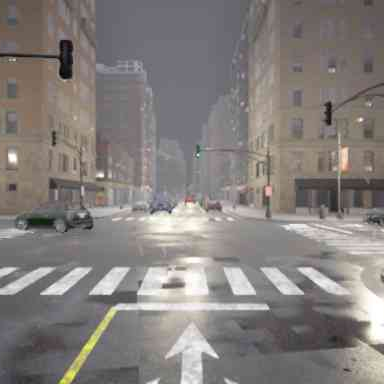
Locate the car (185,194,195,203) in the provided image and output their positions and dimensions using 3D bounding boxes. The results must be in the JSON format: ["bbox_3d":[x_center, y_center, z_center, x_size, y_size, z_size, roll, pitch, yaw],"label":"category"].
[{"bbox_3d":[-0.491,1.484,76.703,2.150,2.045,5.566,0,0,-1],"label":"car"}]

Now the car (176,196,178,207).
[{"bbox_3d":[-3.292,1.681,45.980,1.994,1.385,4.181,0,0,-2],"label":"car"}]

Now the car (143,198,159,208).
[{"bbox_3d":[-6.093,1.677,50.189,1.887,1.381,4.507,0,0,-1],"label":"car"}]

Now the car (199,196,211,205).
[{"bbox_3d":[2.430,1.660,50.435,1.752,1.417,4.829,0,0,-1],"label":"car"}]

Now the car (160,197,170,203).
[{"bbox_3d":[-6.356,1.830,77.728,1.947,1.339,4.313,0,0,-1],"label":"car"}]

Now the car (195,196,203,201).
[{"bbox_3d":[2.012,1.914,94.322,2.008,1.369,4.403,0,0,-1],"label":"car"}]

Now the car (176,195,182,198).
[{"bbox_3d":[-3.297,1.649,56.165,2.128,1.511,4.902,0,0,-1],"label":"car"}]

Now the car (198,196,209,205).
[{"bbox_3d":[2.275,1.647,66.785,1.967,1.590,4.097,0,0,-1],"label":"car"}]

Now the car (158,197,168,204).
[{"bbox_3d":[-6.303,1.815,72.220,1.802,1.307,4.206,0,0,-1],"label":"car"}]

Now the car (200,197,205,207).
[{"bbox_3d":[2.485,1.679,44.758,1.947,1.339,4.313,0,0,-1],"label":"car"}]

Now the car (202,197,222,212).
[{"bbox_3d":[2.537,1.640,39.251,1.887,1.381,4.507,0,0,-1],"label":"car"}]

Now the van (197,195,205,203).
[{"bbox_3d":[2.170,1.606,77.800,1.690,1.788,3.998,0,0,-1],"label":"van"}]

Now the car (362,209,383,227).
[{"bbox_3d":[14.709,1.677,23.714,4.674,1.442,1.812,0,-1,1],"label":"car"}]

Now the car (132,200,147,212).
[{"bbox_3d":[-5.988,1.644,39.174,2.008,1.369,4.403,0,0,-1],"label":"car"}]

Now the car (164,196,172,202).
[{"bbox_3d":[-6.461,1.769,88.746,1.967,1.590,4.097,0,0,-1],"label":"car"}]

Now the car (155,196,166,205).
[{"bbox_3d":[-6.250,1.646,66.713,1.967,1.590,4.097,0,0,-1],"label":"car"}]

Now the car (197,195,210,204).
[{"bbox_3d":[2.380,1.471,55.773,2.192,1.841,5.009,0,0,-1],"label":"car"}]

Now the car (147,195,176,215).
[{"bbox_3d":[-3.202,1.306,35.926,2.150,2.045,5.566,0,0,0],"label":"car"}]

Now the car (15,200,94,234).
[{"bbox_3d":[-7.977,1.360,19.204,4.553,1.767,2.097,0,0,25],"label":"car"}]

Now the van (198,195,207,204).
[{"bbox_3d":[2.223,1.576,72.294,1.690,1.788,3.998,0,0,-1],"label":"van"}]

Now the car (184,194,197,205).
[{"bbox_3d":[-0.389,1.424,65.984,2.150,2.045,5.566,0,0,-1],"label":"car"}]
